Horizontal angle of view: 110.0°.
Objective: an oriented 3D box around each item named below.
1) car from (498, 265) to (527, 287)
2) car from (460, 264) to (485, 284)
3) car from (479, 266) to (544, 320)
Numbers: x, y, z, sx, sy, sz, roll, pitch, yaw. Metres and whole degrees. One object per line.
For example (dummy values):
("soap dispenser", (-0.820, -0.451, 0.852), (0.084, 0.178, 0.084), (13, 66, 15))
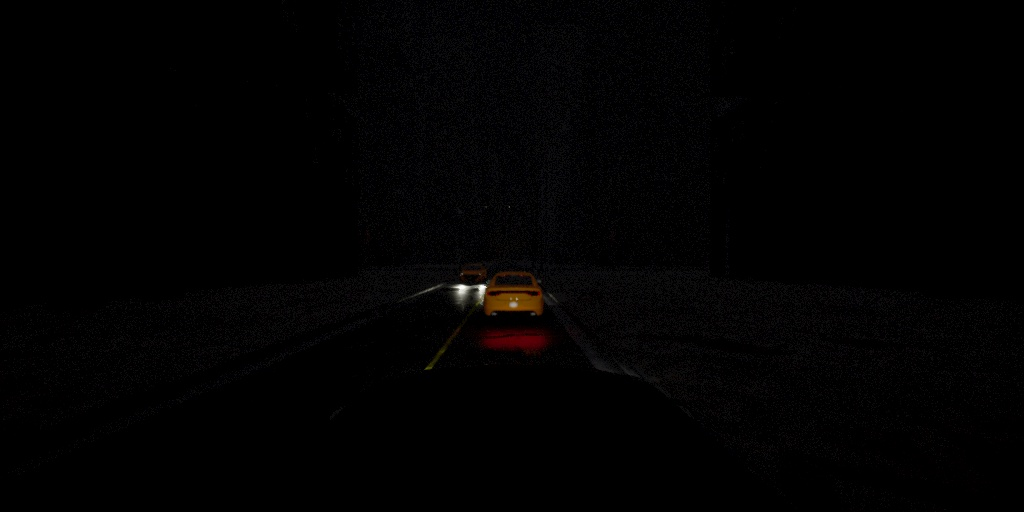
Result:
("car", (0.064, 1.459, 27.729), (2.033, 1.411, 5.357), (0, 0, 0))
("car", (-3.096, 1.399, 29.541), (1.882, 1.535, 5.008), (0, 0, 0))
("car", (0.066, 1.300, 13.075), (1.882, 1.535, 5.008), (0, 0, 0))
